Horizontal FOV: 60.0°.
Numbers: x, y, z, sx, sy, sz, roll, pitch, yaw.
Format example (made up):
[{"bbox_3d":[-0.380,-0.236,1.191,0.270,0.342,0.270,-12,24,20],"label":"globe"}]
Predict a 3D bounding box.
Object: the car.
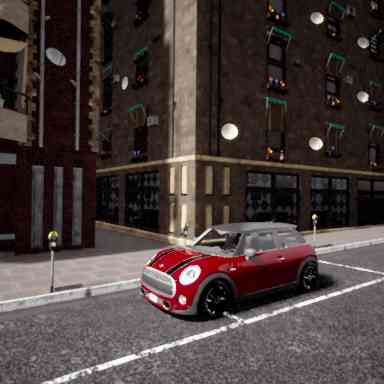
[{"bbox_3d":[0.907,1.441,7.335,4.097,1.590,1.967,0,1,-35],"label":"car"}]
